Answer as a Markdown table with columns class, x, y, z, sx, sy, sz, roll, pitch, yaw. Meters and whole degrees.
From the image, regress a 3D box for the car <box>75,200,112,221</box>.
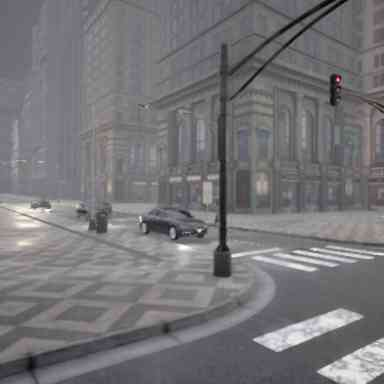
| class | x | y | z | sx | sy | sz | roll | pitch | yaw |
| --- | --- | --- | --- | --- | --- | --- | --- | --- | --- |
| car | -8.497 | 1.587 | 28.265 | 2.128 | 1.511 | 4.902 | 1 | 0 | -35 |

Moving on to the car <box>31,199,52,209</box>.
| class | x | y | z | sx | sy | sz | roll | pitch | yaw |
| --- | --- | --- | --- | --- | --- | --- | --- | --- | --- |
| car | -20.666 | 1.620 | 45.515 | 1.994 | 1.385 | 4.181 | 1 | 0 | -35 |

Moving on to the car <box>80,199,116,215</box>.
| class | x | y | z | sx | sy | sz | roll | pitch | yaw |
| --- | --- | --- | --- | --- | --- | --- | --- | --- | --- |
| car | -10.286 | 1.604 | 36.134 | 2.128 | 1.511 | 4.902 | 1 | 0 | -36 |

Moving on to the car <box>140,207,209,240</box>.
| class | x | y | z | sx | sy | sz | roll | pitch | yaw |
| --- | --- | --- | --- | --- | --- | --- | --- | --- | --- |
| car | -1.082 | 1.608 | 17.775 | 1.837 | 1.490 | 4.892 | 1 | 0 | -37 |
